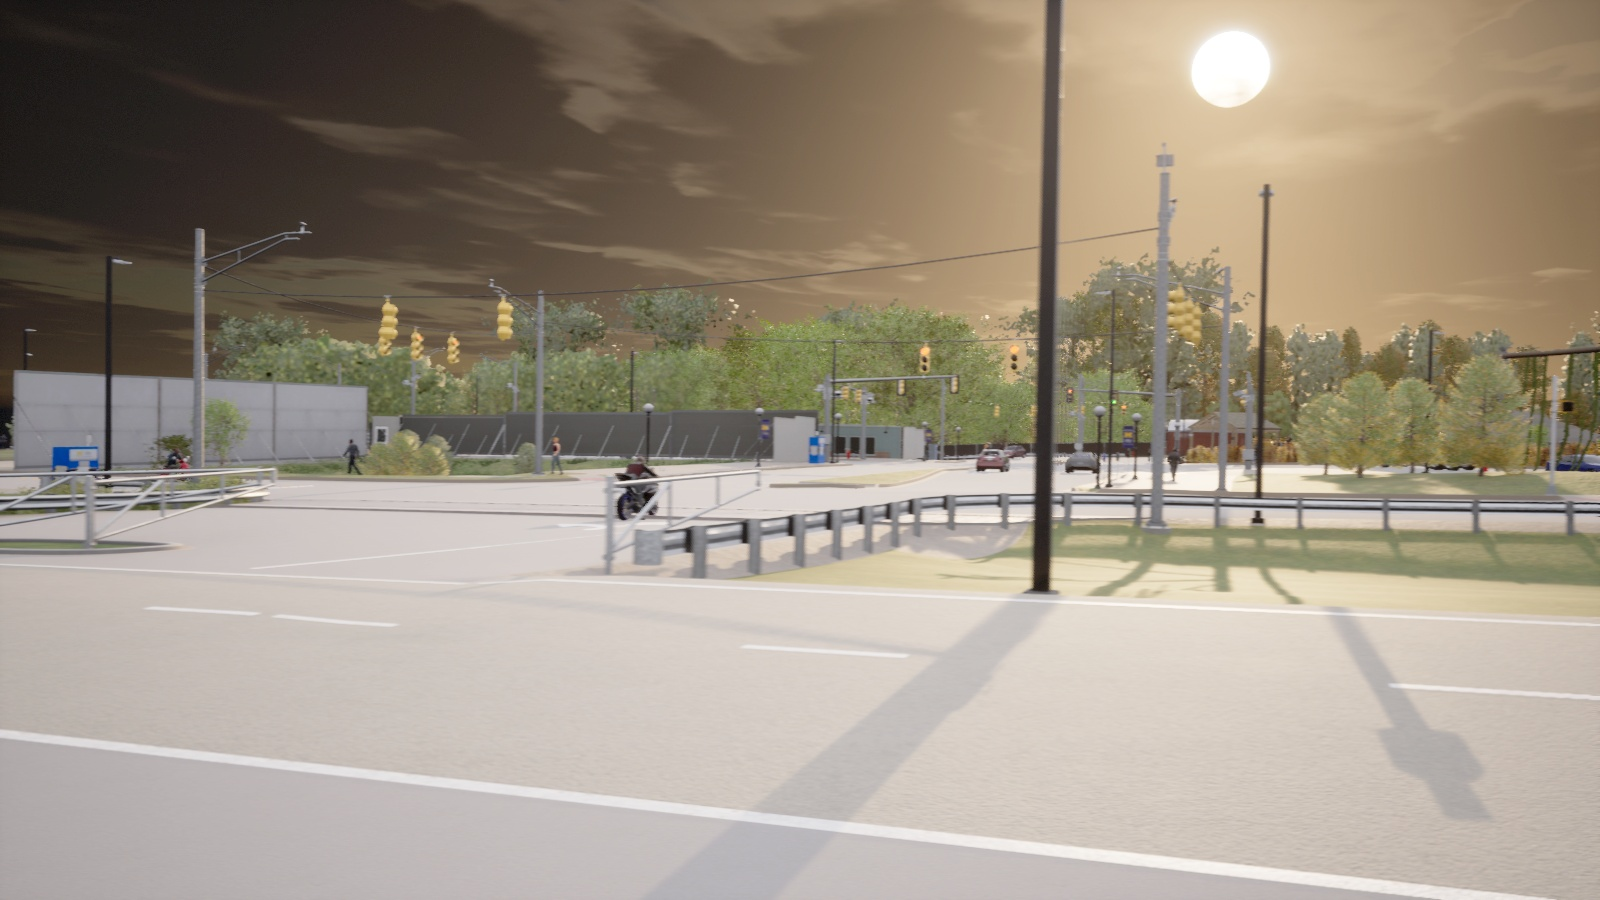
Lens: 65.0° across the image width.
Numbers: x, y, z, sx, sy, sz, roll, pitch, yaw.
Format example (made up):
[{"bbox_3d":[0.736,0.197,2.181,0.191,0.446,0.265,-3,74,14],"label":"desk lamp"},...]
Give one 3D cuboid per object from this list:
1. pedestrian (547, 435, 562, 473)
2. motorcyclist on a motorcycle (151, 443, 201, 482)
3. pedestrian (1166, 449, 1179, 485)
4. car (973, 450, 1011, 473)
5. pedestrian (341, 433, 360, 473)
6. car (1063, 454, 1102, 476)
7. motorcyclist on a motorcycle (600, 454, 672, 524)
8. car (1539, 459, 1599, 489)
[{"bbox_3d":[-11.961,0.204,61.230,0.594,1.836,0.345,0,2,-42],"label":"pedestrian"},{"bbox_3d":[-26.568,0.514,53.470,1.817,1.590,0.866,1,1,20],"label":"motorcyclist on a motorcycle"},{"bbox_3d":[20.103,0.894,67.757,0.563,1.883,0.849,2,1,16],"label":"pedestrian"},{"bbox_3d":[12.739,0.778,83.278,1.970,1.475,3.806,1,0,16],"label":"car"},{"bbox_3d":[-22.151,0.138,61.926,0.788,1.949,0.423,2,2,25],"label":"pedestrian"},{"bbox_3d":[18.264,0.965,81.141,1.994,1.385,4.181,1,0,19],"label":"car"},{"bbox_3d":[-3.952,0.905,30.439,0.866,1.530,2.191,1,2,18],"label":"motorcyclist on a motorcycle"},{"bbox_3d":[42.895,1.319,68.499,1.882,1.535,5.008,1,0,-4],"label":"car"}]
